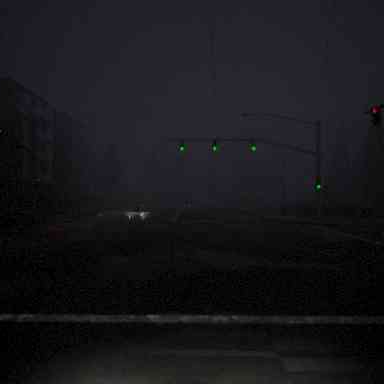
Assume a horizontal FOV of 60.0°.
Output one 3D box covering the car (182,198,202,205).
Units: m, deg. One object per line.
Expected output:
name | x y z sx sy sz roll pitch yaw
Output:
car | 0.158 1.942 67.316 2.033 1.411 5.357 0 0 31

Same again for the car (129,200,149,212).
car | -6.855 1.753 43.528 1.882 1.535 5.008 0 0 3

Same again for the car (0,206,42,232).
car | -11.958 1.614 20.360 5.008 1.535 1.882 0 3 -14
